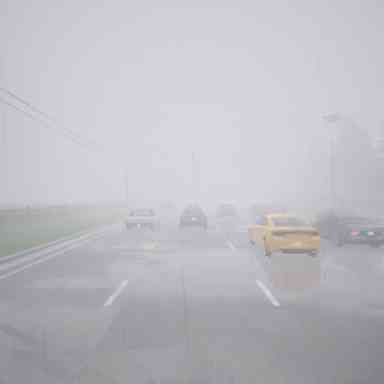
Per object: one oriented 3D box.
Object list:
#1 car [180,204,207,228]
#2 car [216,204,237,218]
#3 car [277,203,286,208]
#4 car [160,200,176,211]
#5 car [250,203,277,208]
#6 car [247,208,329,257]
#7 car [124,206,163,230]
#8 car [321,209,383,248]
[{"bbox_3d":[0.105,1.853,24.771,1.994,1.385,4.181,0,-1,0],"label":"car"},{"bbox_3d":[3.608,1.957,35.273,2.033,1.411,5.357,0,-1,0],"label":"car"},{"bbox_3d":[10.609,2.057,42.538,1.994,1.385,4.181,0,-1,0],"label":"car"},{"bbox_3d":[-3.481,1.922,49.088,2.097,1.767,4.553,0,-1,0],"label":"car"},{"bbox_3d":[7.107,1.957,35.287,2.033,1.411,5.357,0,-1,0],"label":"car"},{"bbox_3d":[3.604,1.638,13.740,1.882,1.535,5.008,0,-1,0],"label":"car"},{"bbox_3d":[-3.394,1.876,23.513,1.895,1.301,4.718,0,-1,0],"label":"car"},{"bbox_3d":[7.104,1.730,15.729,2.033,1.411,5.357,0,-1,0],"label":"car"}]
